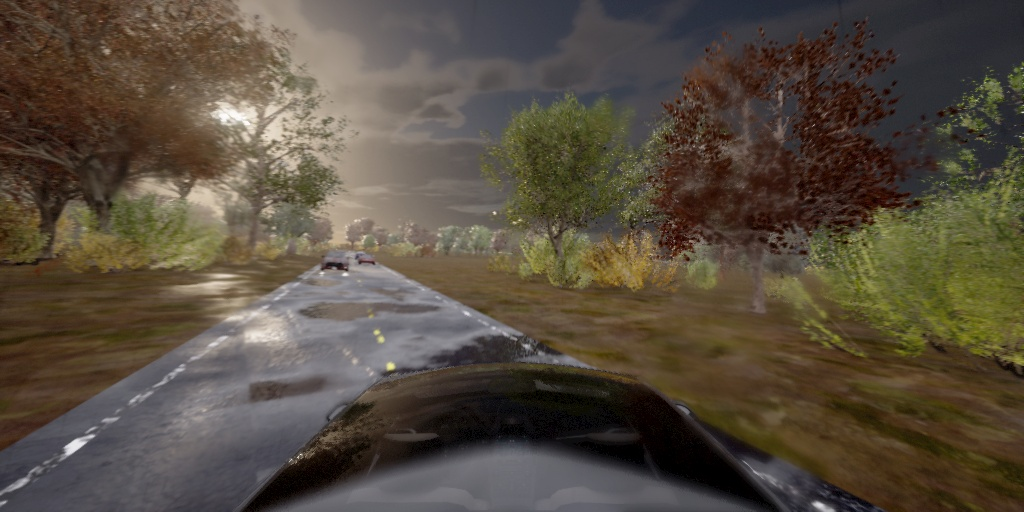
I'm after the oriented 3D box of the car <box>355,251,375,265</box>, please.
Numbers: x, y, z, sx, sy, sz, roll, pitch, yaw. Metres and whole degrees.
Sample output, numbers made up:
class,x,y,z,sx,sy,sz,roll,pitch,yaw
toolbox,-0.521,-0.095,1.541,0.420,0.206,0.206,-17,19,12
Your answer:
class,x,y,z,sx,sy,sz,roll,pitch,yaw
car,-19.127,0.365,47.163,1.994,1.385,4.181,3,0,-25

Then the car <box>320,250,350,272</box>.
class,x,y,z,sx,sy,sz,roll,pitch,yaw
car,-14.880,0.361,30.306,2.097,1.767,4.553,3,0,-25
